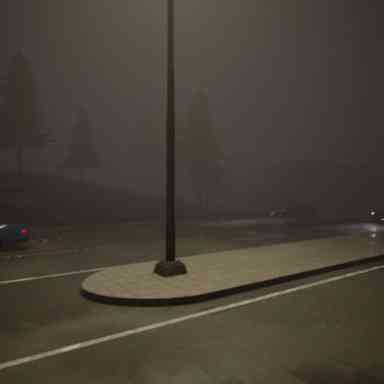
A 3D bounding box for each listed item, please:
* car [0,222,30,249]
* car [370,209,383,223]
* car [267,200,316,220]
[{"bbox_3d":[-8.805,1.528,11.904,5.357,1.411,2.033,0,0,-35],"label":"car"},{"bbox_3d":[15.068,1.598,24.347,4.718,1.301,1.895,0,0,-35],"label":"car"},{"bbox_3d":[8.490,1.479,28.281,4.902,1.511,2.128,0,0,-35],"label":"car"}]
